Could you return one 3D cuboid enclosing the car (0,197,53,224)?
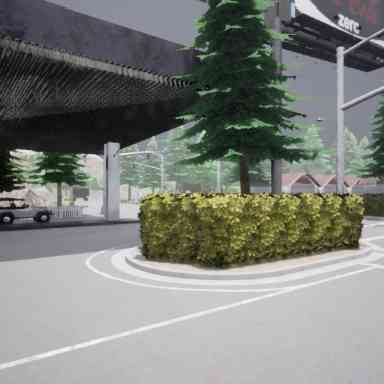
[{"bbox_3d":[-12.017,1.313,23.451,3.866,1.878,1.905,0,0,-36],"label":"car"}]
